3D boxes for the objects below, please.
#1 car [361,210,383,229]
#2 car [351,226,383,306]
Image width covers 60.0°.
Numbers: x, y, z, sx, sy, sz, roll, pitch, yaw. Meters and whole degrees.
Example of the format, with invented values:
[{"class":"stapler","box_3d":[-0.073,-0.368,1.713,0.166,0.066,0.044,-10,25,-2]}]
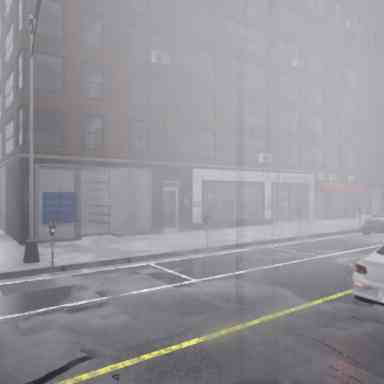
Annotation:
[{"class":"car","box_3d":[10.616,1.582,17.470,4.206,1.307,1.802,0,0,-35]},{"class":"car","box_3d":[5.080,1.525,6.781,4.674,1.442,1.812,0,0,-35]}]
